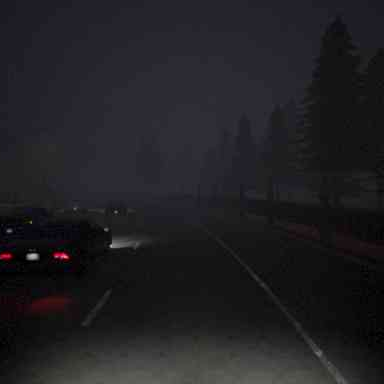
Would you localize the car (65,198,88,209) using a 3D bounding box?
[{"bbox_3d":[-11.146,1.262,32.140,1.812,1.442,4.674,0,0,-16],"label":"car"}]

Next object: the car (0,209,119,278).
[{"bbox_3d":[-3.700,1.466,9.896,2.033,1.411,5.357,0,1,-4],"label":"car"}]

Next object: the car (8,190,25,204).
[{"bbox_3d":[-28.981,0.775,54.838,2.150,2.045,5.566,0,0,-31],"label":"car"}]

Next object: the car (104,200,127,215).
[{"bbox_3d":[-6.802,1.357,29.634,1.895,1.301,4.718,0,0,-14],"label":"car"}]

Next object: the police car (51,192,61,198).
[{"bbox_3d":[-35.630,0.722,85.897,5.238,1.638,1.930,0,1,42],"label":"police car"}]

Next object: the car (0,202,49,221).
[{"bbox_3d":[-7.826,1.393,16.035,1.812,1.442,4.674,0,0,-7],"label":"car"}]
